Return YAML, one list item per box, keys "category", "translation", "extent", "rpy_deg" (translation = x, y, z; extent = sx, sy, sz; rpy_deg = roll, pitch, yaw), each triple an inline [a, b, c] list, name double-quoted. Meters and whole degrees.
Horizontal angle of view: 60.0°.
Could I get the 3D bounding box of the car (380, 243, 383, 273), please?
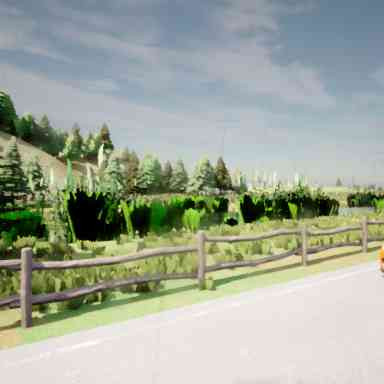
- category: "car"
  translation: [7.074, 1.353, 9.005]
  extent: [4.553, 1.767, 2.097]
  rpy_deg: [0, 0, -35]
